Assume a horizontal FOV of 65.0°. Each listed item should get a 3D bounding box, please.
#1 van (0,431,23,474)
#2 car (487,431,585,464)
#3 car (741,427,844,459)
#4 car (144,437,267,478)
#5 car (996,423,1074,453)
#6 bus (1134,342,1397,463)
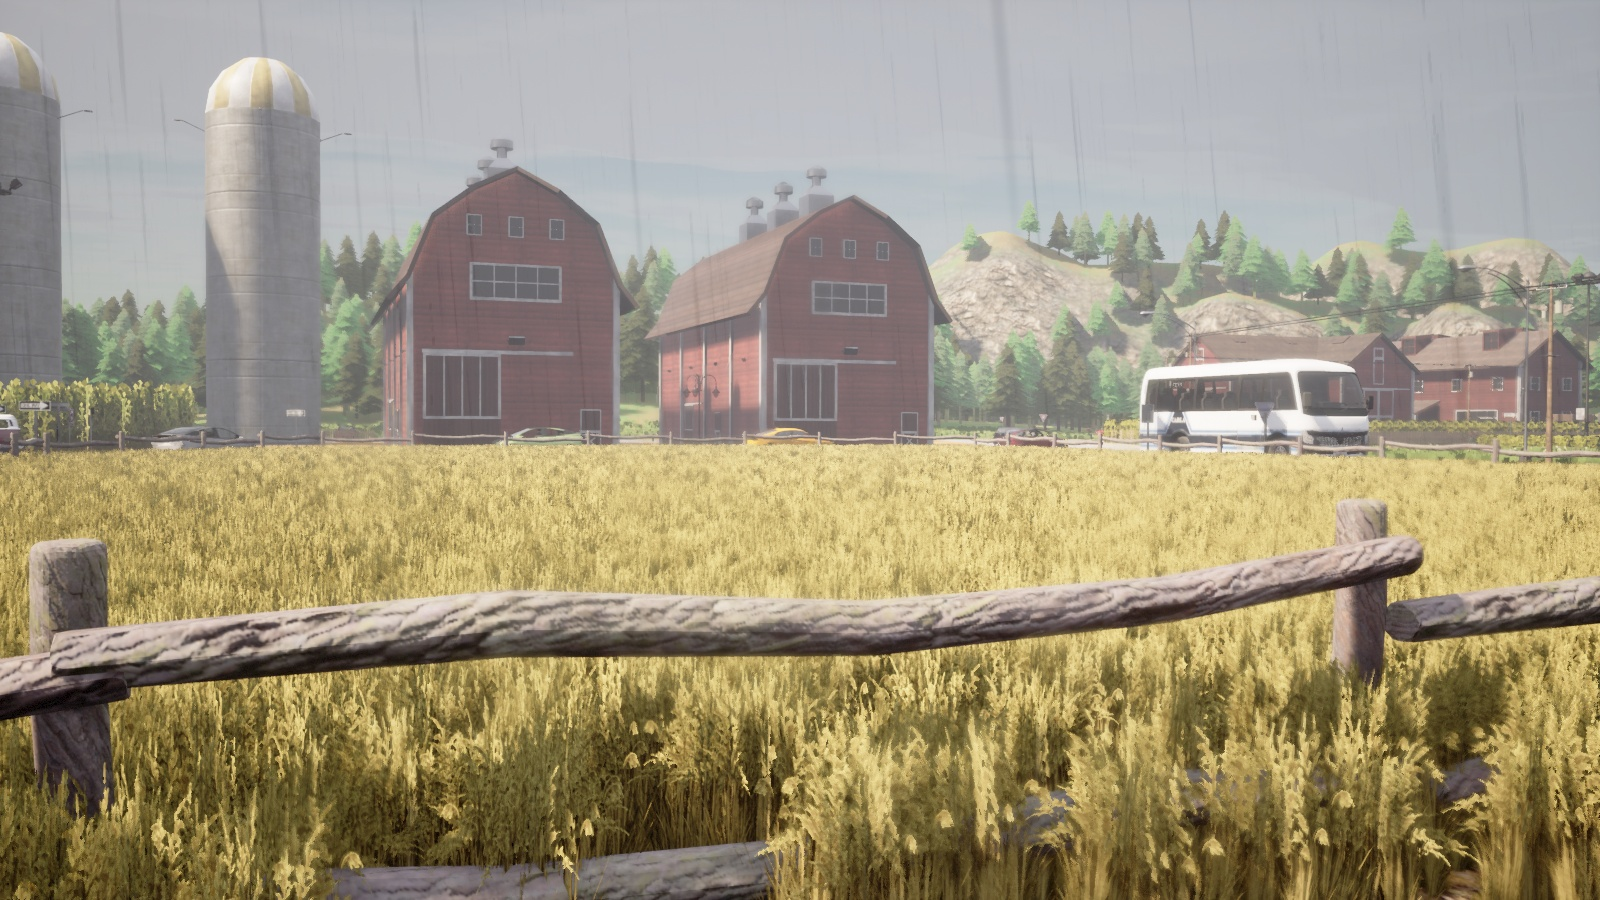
[{"bbox_3d":[-39.932,0.166,60.159,4.480,2.038,2.069,-2,1,-31],"label":"van"},{"bbox_3d":[-13.363,-0.146,63.501,4.514,1.525,2.007,-2,1,-24],"label":"car"},{"bbox_3d":[-0.393,-0.382,65.481,5.008,1.535,1.882,-2,1,-24],"label":"car"},{"bbox_3d":[-23.976,0.282,50.846,2.007,1.525,4.514,-1,1,15],"label":"car"},{"bbox_3d":[12.653,-0.666,67.629,3.705,1.549,1.789,-2,2,-20],"label":"car"},{"bbox_3d":[18.037,-1.767,49.780,3.944,4.253,10.273,-1,1,-21],"label":"bus"}]
